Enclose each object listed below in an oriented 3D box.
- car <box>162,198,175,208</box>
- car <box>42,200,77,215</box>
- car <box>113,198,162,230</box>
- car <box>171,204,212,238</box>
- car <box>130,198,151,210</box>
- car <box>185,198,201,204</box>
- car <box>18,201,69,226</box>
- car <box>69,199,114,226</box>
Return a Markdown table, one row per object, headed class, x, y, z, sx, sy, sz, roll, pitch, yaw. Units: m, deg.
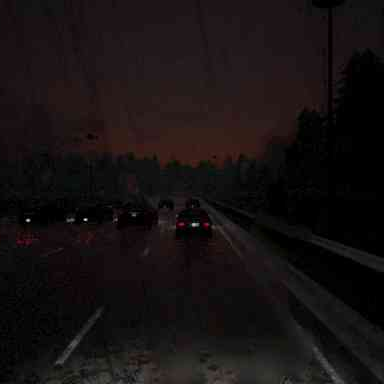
| class | x | y | z | sx | sy | sz | roll | pitch | yaw |
| --- | --- | --- | --- | --- | --- | --- | --- | --- | --- |
| car | -3.411 | 1.562 | 44.895 | 1.837 | 1.490 | 4.892 | 0 | 0 | 0 |
| car | -13.925 | 1.610 | 35.228 | 1.994 | 1.385 | 4.181 | 0 | 0 | 0 |
| car | -3.406 | 1.379 | 21.667 | 2.097 | 1.767 | 4.553 | 0 | 0 | 0 |
| car | 0.094 | 1.570 | 17.884 | 2.033 | 1.411 | 5.357 | 0 | 0 | 0 |
| car | -6.911 | 1.549 | 45.302 | 2.128 | 1.511 | 4.902 | 0 | 0 | 0 |
| car | 0.088 | 1.562 | 44.929 | 1.837 | 1.490 | 4.892 | 0 | 0 | 0 |
| car | -10.406 | 1.536 | 23.555 | 1.837 | 1.490 | 4.892 | 0 | 0 | 0 |
| car | -6.905 | 1.536 | 24.016 | 1.837 | 1.490 | 4.892 | 0 | 0 | 0 |
